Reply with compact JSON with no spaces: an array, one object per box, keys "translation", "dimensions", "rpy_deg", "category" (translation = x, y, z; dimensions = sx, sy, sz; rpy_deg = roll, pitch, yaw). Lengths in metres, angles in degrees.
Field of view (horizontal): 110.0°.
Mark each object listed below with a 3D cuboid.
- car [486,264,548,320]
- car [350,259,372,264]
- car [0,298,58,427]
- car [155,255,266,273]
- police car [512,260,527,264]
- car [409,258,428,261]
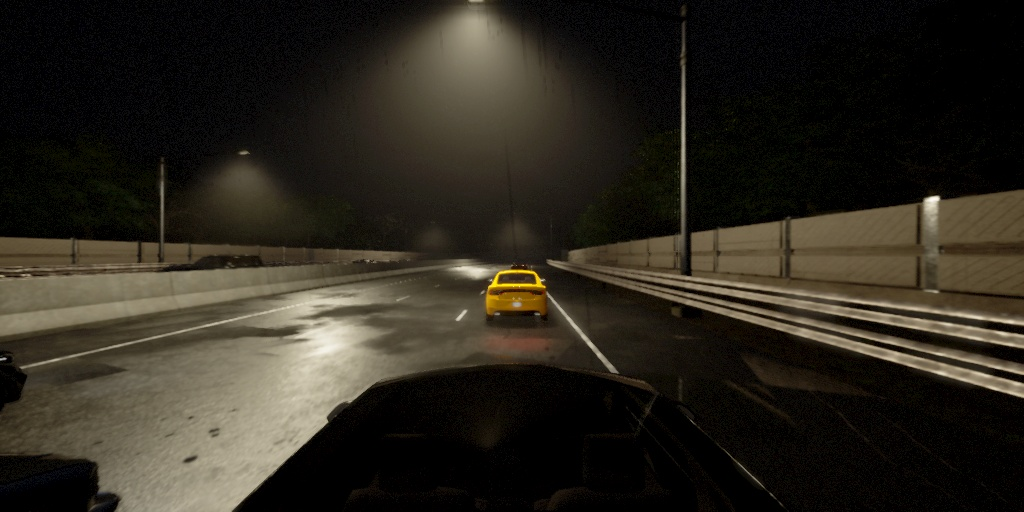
[{"translation":[0.174,1.226,12.670],"dimensions":[1.882,1.535,5.008],"rpy_deg":[0,0,1],"category":"car"},{"translation":[-23.288,1.263,55.461],"dimensions":[2.128,1.511,4.902],"rpy_deg":[0,0,3],"category":"car"},{"translation":[-6.889,1.273,2.388],"dimensions":[1.812,1.442,4.674],"rpy_deg":[0,0,0],"category":"car"},{"translation":[-17.406,0.960,21.520],"dimensions":[2.150,2.045,5.566],"rpy_deg":[0,0,1],"category":"car"},{"translation":[0.908,1.290,43.729],"dimensions":[2.038,1.542,4.974],"rpy_deg":[0,0,2],"category":"police car"},{"translation":[-15.899,1.161,62.717],"dimensions":[2.097,1.767,4.553],"rpy_deg":[0,0,3],"category":"car"}]
